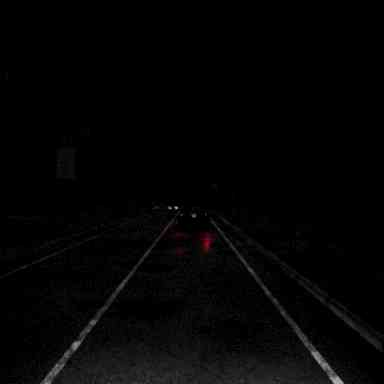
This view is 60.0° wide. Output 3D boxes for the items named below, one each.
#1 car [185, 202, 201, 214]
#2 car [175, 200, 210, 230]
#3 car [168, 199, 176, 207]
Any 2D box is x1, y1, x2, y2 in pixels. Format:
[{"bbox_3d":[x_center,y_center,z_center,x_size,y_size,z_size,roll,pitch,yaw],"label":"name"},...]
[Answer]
[{"bbox_3d":[0.127,1.964,41.904,1.994,1.385,4.181,0,-1,0],"label":"car"},{"bbox_3d":[0.116,1.573,23.163,2.097,1.767,4.553,0,-1,0],"label":"car"},{"bbox_3d":[-3.615,2.165,65.021,2.033,1.411,5.357,0,-1,-1],"label":"car"}]
